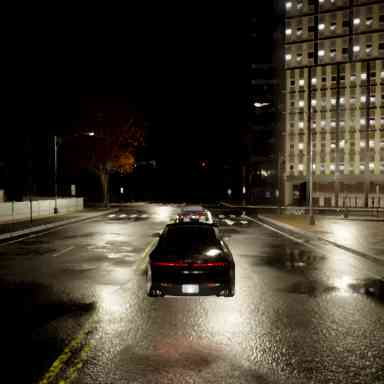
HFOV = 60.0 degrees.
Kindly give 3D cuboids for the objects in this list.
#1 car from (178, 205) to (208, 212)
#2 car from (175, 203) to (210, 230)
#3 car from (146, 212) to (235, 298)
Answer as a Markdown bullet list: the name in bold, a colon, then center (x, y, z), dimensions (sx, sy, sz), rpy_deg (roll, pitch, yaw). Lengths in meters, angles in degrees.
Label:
- **car**: center (0.102, 1.487, 13.322), dimensions (2.128, 1.511, 4.902), rpy_deg (0, 0, 0)
- **car**: center (0.039, 1.544, 22.349), dimensions (2.033, 1.411, 5.357), rpy_deg (0, 0, 0)
- **car**: center (-0.018, 1.502, 8.499), dimensions (1.837, 1.490, 4.892), rpy_deg (0, 0, 0)
